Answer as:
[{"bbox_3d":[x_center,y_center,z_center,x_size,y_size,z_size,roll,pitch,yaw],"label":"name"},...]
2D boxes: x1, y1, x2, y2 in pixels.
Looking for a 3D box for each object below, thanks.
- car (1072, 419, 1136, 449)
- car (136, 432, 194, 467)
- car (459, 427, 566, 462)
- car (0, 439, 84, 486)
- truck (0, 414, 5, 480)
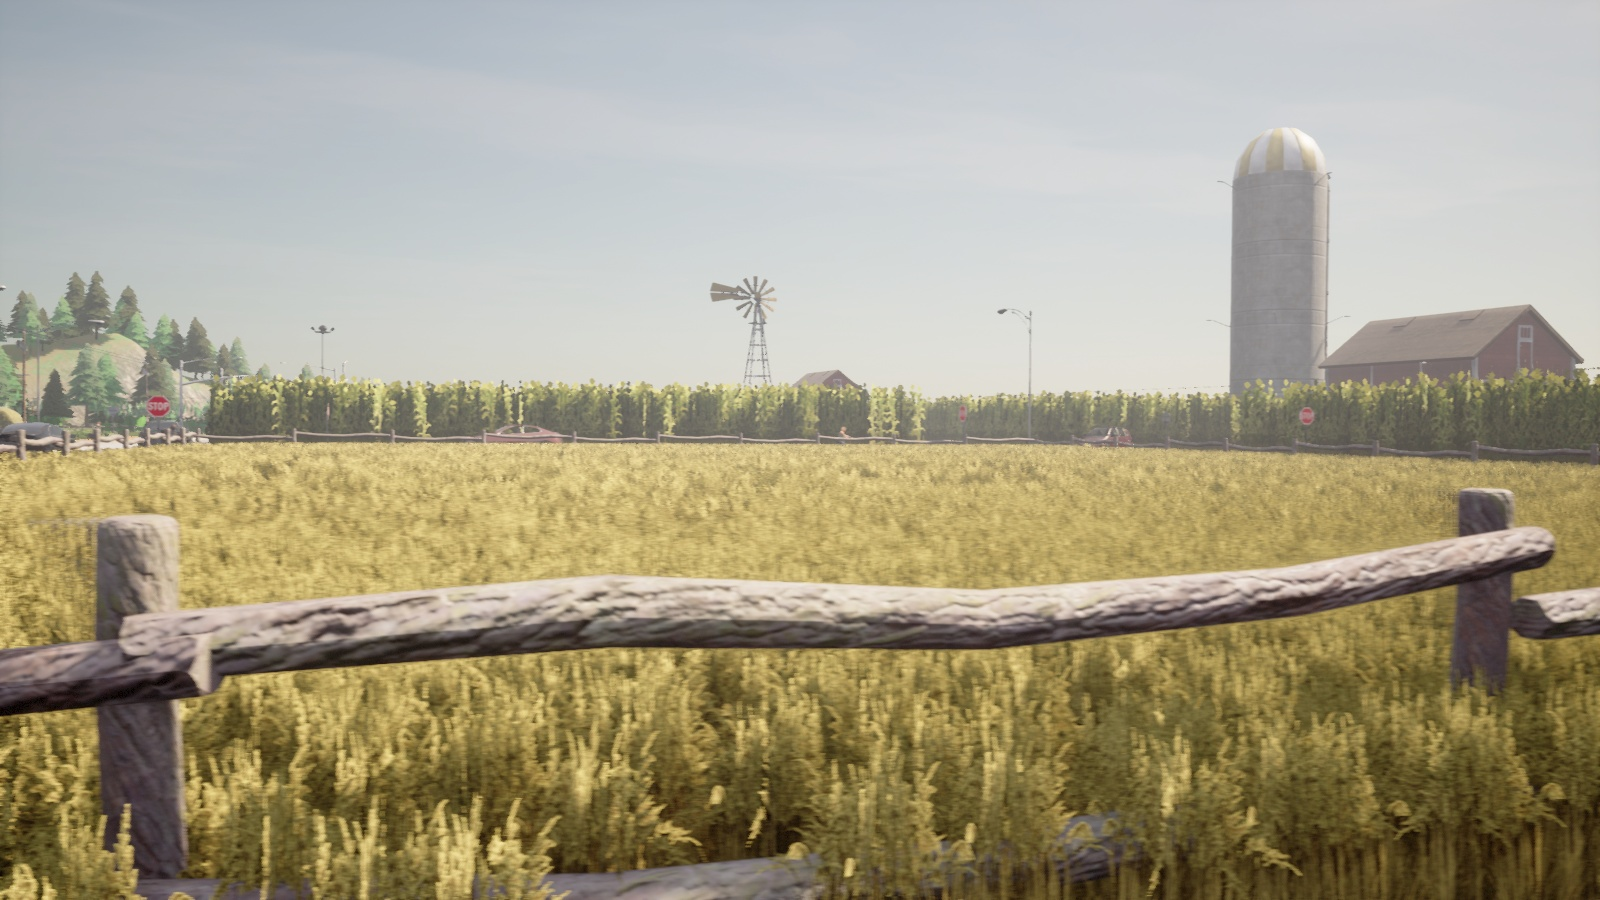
[{"bbox_3d":[17.175,-0.934,70.816,1.851,1.617,3.988,1,2,42],"label":"car"},{"bbox_3d":[-34.300,-0.066,67.922,2.097,1.767,4.553,-1,1,-18],"label":"car"},{"bbox_3d":[-14.441,-0.309,63.002,5.027,1.651,2.152,-1,1,-18],"label":"car"},{"bbox_3d":[-26.586,0.392,43.754,1.837,1.490,4.892,-1,1,-18],"label":"car"},{"bbox_3d":[-30.433,-0.063,44.374,2.627,2.467,5.204,-1,1,-17],"label":"truck"}]
